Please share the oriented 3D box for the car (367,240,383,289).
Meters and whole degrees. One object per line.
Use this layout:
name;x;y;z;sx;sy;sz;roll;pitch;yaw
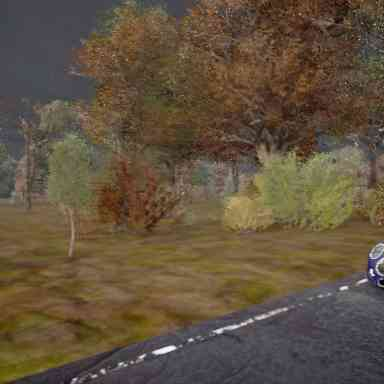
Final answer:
car;6.152;1.315;7.985;4.553;1.767;2.097;-1;0;-37
